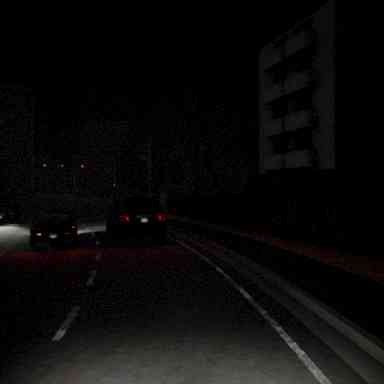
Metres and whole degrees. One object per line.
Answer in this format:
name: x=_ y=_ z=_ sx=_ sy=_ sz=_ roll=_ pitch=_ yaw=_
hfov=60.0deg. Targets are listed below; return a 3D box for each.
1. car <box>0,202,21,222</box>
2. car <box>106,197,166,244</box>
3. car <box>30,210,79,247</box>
car: x=-14.432 y=1.518 z=25.771 sx=2.128 sy=1.511 sz=4.902 roll=0 pitch=0 yaw=-23
car: x=-2.859 y=1.256 z=16.259 sx=2.150 sy=2.045 sz=5.566 roll=0 pitch=0 yaw=-19
car: x=-6.148 y=1.531 z=15.062 sx=1.812 sy=1.442 sz=4.674 roll=0 pitch=0 yaw=-19
